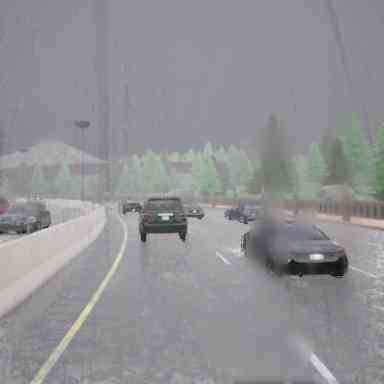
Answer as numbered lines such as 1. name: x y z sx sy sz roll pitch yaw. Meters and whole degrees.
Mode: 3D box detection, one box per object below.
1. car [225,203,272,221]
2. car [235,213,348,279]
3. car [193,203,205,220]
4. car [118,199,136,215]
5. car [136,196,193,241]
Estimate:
1. car: 4.036 1.533 24.262 2.033 1.411 5.357 0 0 -13
2. car: 2.861 1.554 10.131 1.994 1.385 4.181 0 0 -5
3. car: -0.496 1.550 27.853 2.033 1.411 5.357 0 0 -16
4. car: -6.547 1.530 34.889 1.837 1.490 4.892 0 0 -20
5. car: -1.621 1.228 17.073 2.150 2.045 5.566 0 0 -10
